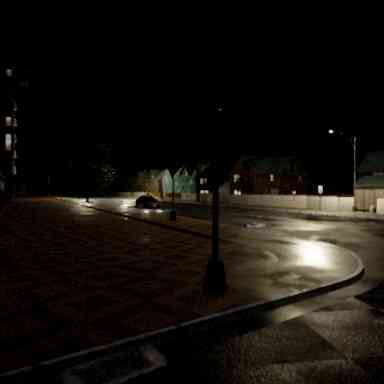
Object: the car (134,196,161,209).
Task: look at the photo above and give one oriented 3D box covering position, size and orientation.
[{"bbox_3d":[-5.078,1.141,37.696,1.812,1.442,4.674,0,0,-28],"label":"car"}]
